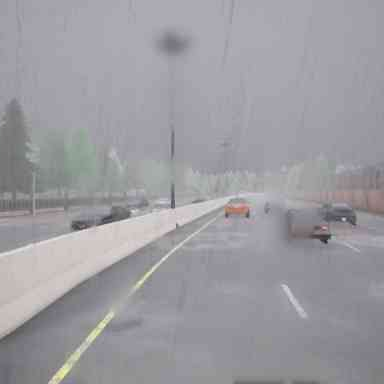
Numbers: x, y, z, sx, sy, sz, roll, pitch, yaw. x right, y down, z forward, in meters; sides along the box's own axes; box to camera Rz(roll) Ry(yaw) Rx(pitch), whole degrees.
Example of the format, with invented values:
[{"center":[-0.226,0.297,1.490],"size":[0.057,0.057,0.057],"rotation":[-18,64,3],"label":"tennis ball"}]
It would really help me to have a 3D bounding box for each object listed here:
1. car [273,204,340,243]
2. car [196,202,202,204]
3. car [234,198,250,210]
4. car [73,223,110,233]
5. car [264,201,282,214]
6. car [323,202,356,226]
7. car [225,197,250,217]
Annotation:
[{"center":[5.318,1.546,16.224],"size":[2.033,1.411,5.357],"rotation":[0,0,10],"label":"car"},{"center":[1.163,1.597,54.245],"size":[1.895,1.301,4.718],"rotation":[0,0,10],"label":"car"},{"center":[6.633,1.561,44.085],"size":[1.994,1.385,4.181],"rotation":[0,0,10],"label":"car"},{"center":[-5.065,1.476,19.037],"size":[1.882,1.535,5.008],"rotation":[0,0,10],"label":"car"},{"center":[8.692,1.598,35.421],"size":[1.895,1.301,4.718],"rotation":[0,0,10],"label":"car"},{"center":[10.201,1.503,23.777],"size":[1.837,1.490,4.892],"rotation":[0,0,10],"label":"car"},{"center":[4.361,1.349,31.178],"size":[2.097,1.767,4.553],"rotation":[0,0,12],"label":"car"}]
